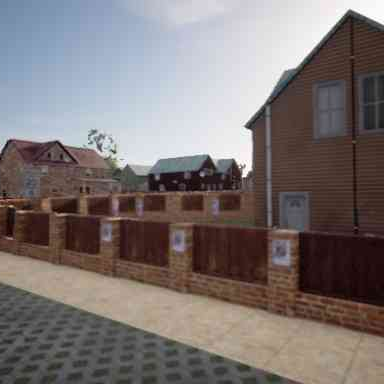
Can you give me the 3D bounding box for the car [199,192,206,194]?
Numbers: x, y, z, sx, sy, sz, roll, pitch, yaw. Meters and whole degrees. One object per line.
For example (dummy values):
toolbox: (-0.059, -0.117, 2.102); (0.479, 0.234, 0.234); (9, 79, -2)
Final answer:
car: (1.836, 0.713, 44.156); (1.882, 1.535, 5.008); (-1, 0, 35)
